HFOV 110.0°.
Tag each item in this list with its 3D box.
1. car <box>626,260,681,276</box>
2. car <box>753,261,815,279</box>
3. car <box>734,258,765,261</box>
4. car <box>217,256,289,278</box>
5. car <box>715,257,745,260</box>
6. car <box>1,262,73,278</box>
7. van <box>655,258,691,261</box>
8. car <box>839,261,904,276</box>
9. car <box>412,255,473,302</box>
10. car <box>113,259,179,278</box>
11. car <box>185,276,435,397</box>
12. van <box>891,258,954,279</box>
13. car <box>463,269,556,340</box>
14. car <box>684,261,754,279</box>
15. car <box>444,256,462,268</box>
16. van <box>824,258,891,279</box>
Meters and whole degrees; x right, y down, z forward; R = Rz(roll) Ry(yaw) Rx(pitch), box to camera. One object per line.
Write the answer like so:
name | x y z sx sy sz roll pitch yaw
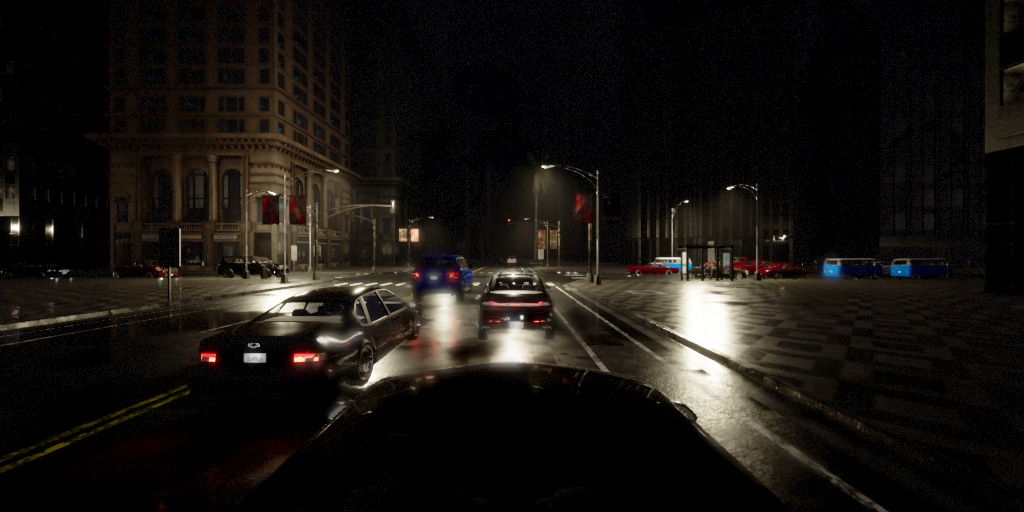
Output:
car | 13.893 1.335 35.691 4.718 1.301 1.895 0 0 2
car | 22.747 1.326 29.833 4.207 1.307 1.802 0 0 0
car | 24.263 1.204 35.694 5.008 1.535 1.882 0 0 0
car | -23.445 0.996 32.529 5.566 2.045 2.150 0 0 0
car | 22.742 1.035 38.358 5.009 1.841 2.192 0 0 0
car | -43.146 1.289 32.636 4.902 1.511 2.128 0 0 0
van | 17.064 1.065 38.356 3.998 1.789 1.690 0 0 0
car | 35.723 1.247 35.684 4.674 1.442 1.812 0 0 0
car | -3.152 0.972 17.153 2.150 2.045 5.566 0 0 0
car | -33.163 1.137 32.582 4.553 1.767 2.097 0 0 0
car | -3.148 1.297 6.912 2.033 1.411 5.357 0 0 0
van | 34.101 1.080 29.838 3.998 1.789 1.690 0 0 0
car | 0.093 1.240 9.981 2.128 1.511 4.902 0 0 0
car | 17.069 1.299 29.831 4.403 1.370 2.007 0 0 0
car | -9.835 0.974 60.141 2.150 2.045 5.566 0 0 0
van | 28.425 1.082 29.836 3.998 1.789 1.690 0 0 0
